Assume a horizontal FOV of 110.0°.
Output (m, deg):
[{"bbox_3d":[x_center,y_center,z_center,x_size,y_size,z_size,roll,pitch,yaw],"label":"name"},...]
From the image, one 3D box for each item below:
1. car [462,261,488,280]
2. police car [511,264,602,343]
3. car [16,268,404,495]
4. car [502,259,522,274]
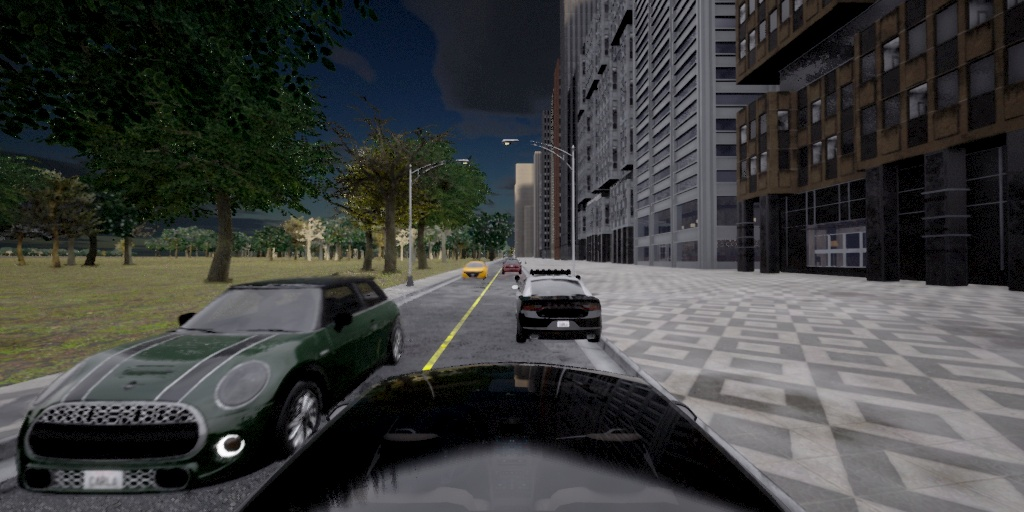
[{"bbox_3d":[-3.067,1.203,30.531,1.882,1.535,5.008,0,0,0],"label":"car"},{"bbox_3d":[1.032,1.173,9.848,1.930,1.638,5.238,0,0,0],"label":"police car"},{"bbox_3d":[-3.107,1.102,4.964,2.097,1.767,4.553,0,0,0],"label":"car"},{"bbox_3d":[-0.011,1.059,39.635,2.097,1.767,4.553,0,0,0],"label":"car"}]
